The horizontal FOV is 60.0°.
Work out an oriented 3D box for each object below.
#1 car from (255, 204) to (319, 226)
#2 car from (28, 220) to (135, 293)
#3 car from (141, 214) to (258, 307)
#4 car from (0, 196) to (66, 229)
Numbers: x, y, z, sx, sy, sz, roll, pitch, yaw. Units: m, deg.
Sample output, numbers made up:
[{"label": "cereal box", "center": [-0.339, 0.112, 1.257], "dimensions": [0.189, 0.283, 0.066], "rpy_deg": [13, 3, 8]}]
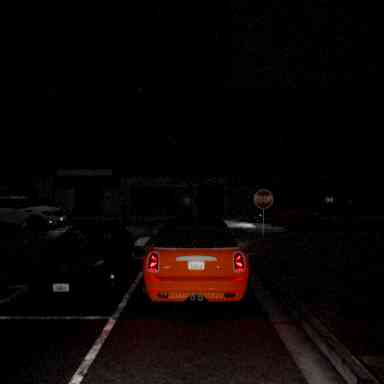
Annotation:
[{"label": "car", "center": [6.287, 1.530, 22.468], "dimensions": [4.181, 1.385, 1.994], "rpy_deg": [0, 0, 0]}, {"label": "car", "center": [-2.655, 1.561, 8.905], "dimensions": [1.947, 1.339, 4.313], "rpy_deg": [0, 0, 0]}, {"label": "car", "center": [0.063, 1.348, 8.148], "dimensions": [2.097, 1.767, 4.553], "rpy_deg": [0, 0, 0]}, {"label": "car", "center": [-10.412, 1.236, 19.490], "dimensions": [5.566, 2.045, 2.150], "rpy_deg": [0, 0, 0]}]
